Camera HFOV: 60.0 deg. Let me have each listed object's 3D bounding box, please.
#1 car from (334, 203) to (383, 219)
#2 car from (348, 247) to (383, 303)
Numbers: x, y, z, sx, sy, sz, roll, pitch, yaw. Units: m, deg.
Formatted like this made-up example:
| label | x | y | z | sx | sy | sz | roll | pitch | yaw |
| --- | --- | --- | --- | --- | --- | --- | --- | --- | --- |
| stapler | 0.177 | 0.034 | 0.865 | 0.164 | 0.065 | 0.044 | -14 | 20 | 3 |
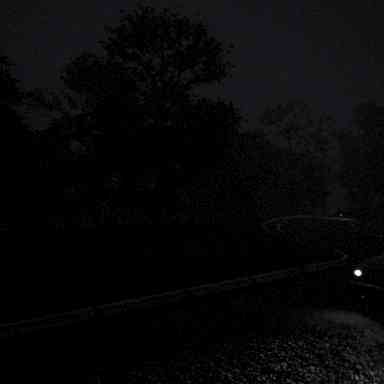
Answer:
| label | x | y | z | sx | sy | sz | roll | pitch | yaw |
| --- | --- | --- | --- | --- | --- | --- | --- | --- | --- |
| car | 16.532 | 1.837 | 32.919 | 5.357 | 1.411 | 2.033 | 1 | 0 | -28 |
| car | 5.320 | 1.676 | 7.351 | 4.718 | 1.301 | 1.895 | 1 | 0 | -41 |
